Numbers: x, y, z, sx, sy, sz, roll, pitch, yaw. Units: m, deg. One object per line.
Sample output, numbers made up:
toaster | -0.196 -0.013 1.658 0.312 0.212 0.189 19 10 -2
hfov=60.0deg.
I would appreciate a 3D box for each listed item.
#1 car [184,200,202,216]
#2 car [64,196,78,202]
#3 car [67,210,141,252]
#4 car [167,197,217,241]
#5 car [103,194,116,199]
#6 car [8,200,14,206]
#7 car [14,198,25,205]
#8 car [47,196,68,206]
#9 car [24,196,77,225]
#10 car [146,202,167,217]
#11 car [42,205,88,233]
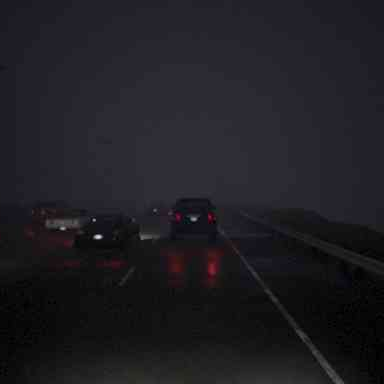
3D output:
car | 0.081 1.636 35.703 1.837 1.490 4.892 0 0 0
car | -31.524 1.725 86.725 1.882 1.535 5.008 0 0 0
car | -3.410 1.617 14.102 1.994 1.385 4.181 0 0 0
car | 0.102 1.285 17.158 2.150 2.045 5.566 0 0 0
car | -21.033 1.493 85.074 2.150 2.045 5.566 0 0 0
car | -28.077 1.695 54.313 2.128 1.511 4.902 0 0 0
car | -21.104 1.643 44.284 1.882 1.535 5.008 0 0 0
car | -24.546 1.580 60.943 2.097 1.767 4.553 0 0 0
car | -10.413 1.447 25.374 2.097 1.767 4.553 0 0 0
car | -3.418 1.686 33.001 1.994 1.385 4.181 0 0 0
car | -6.910 1.676 20.023 1.895 1.301 4.718 0 0 0
